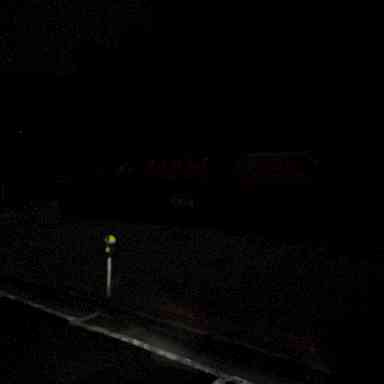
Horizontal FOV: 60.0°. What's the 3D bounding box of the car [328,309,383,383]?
[{"bbox_3d":[3.268,1.243,0.911,5.566,2.045,2.150,0,0,35],"label":"car"}]
